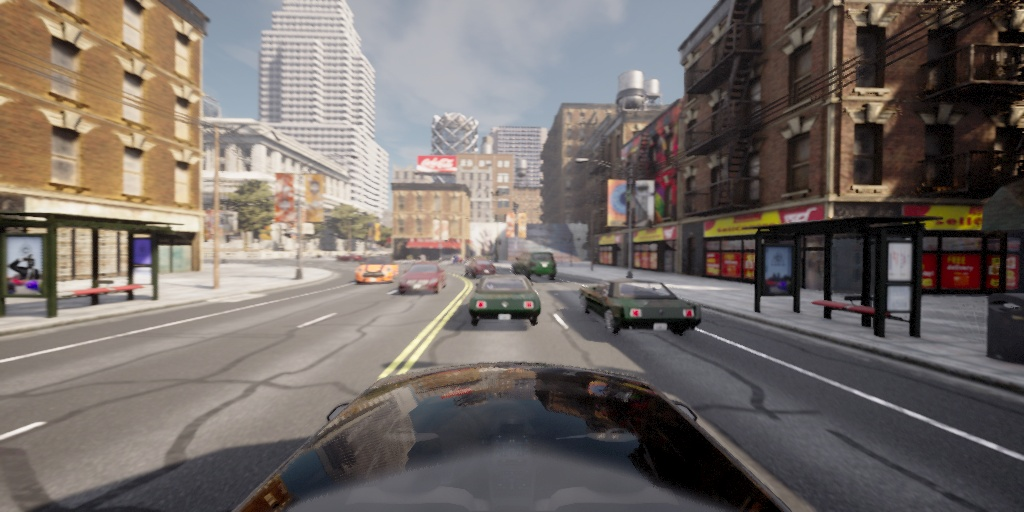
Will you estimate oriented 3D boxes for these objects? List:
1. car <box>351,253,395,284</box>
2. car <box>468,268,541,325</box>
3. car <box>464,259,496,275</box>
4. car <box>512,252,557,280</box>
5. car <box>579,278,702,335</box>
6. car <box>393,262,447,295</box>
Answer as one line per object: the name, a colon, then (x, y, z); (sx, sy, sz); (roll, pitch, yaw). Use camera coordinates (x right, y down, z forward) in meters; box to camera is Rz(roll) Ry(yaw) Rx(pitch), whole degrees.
car: (-8.406, 0.766, 22.723); (2.097, 1.767, 4.553); (0, 1, -12)
car: (-0.248, 1.237, 11.320); (1.895, 1.301, 4.718); (1, 1, -2)
car: (-2.557, 0.934, 28.731); (1.812, 1.442, 4.674); (1, 1, -17)
car: (1.599, 0.696, 26.991); (2.150, 2.045, 5.566); (1, 1, -13)
car: (3.285, 1.287, 10.307); (1.895, 1.301, 4.718); (1, 1, -2)
car: (-4.339, 1.039, 18.017); (1.812, 1.442, 4.674); (1, 1, -5)
